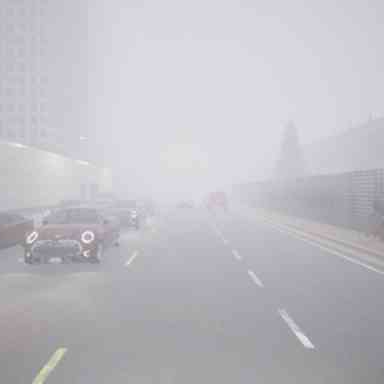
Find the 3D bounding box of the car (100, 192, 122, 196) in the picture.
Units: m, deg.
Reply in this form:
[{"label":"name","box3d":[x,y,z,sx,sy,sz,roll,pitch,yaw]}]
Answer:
[{"label":"car","box3d":[-7.779,1.011,31.620,2.150,2.045,5.566,0,0,-1]}]

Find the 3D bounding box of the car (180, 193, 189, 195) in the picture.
[{"label":"car","box3d":[-1.043,0.985,47.727,2.097,1.767,4.553,0,0,-1]}]

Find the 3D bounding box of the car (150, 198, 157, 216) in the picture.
[{"label":"car","box3d":[-4.247,1.277,30.091,2.128,1.511,4.902,0,0,-1]}]

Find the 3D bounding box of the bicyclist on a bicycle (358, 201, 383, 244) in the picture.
[{"label":"bicyclist on a bicycle","box3d":[7.124,1.172,12.628,1.656,1.620,0.582,-1,0,-1]}]

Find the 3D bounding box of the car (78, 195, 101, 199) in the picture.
[{"label":"car","box3d":[-7.548,1.224,20.924,2.097,1.767,4.553,0,0,-1]}]

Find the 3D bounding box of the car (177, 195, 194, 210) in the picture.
[{"label":"car","box3d":[-0.734,1.313,37.500,1.895,1.301,4.718,0,0,-1]}]

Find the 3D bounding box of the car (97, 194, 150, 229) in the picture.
[{"label":"car","box3d":[-4.037,1.213,20.274,2.097,1.767,4.553,0,0,-1]}]

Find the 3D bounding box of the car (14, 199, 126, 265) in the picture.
[{"label":"car","box3d":[-3.835,1.281,11.444,2.097,1.767,4.553,0,0,-1]}]

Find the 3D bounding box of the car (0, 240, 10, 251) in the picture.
[{"label":"car","box3d":[-3.622,1.492,2.239,2.128,1.511,4.902,0,0,-1]}]

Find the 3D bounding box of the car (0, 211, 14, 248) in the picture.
[{"label":"car","box3d":[-7.340,1.421,11.680,1.882,1.535,5.008,0,0,-1]}]

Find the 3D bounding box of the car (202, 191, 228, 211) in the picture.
[{"label":"car","box3d":[2.683,0.925,36.701,2.150,2.045,5.566,0,0,-1]}]
